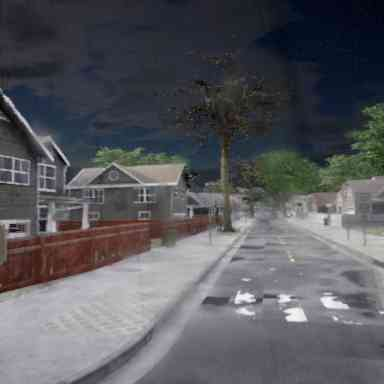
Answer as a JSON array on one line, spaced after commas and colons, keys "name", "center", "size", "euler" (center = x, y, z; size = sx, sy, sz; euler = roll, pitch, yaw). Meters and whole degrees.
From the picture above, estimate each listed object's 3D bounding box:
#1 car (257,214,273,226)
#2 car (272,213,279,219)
[{"name": "car", "center": [11.070, 4.430, 51.314], "size": [2.033, 1.411, 5.357], "euler": [-2, -3, 12]}, {"name": "car", "center": [21.138, 6.176, 84.475], "size": [2.033, 1.411, 5.357], "euler": [-2, -3, 12]}]
